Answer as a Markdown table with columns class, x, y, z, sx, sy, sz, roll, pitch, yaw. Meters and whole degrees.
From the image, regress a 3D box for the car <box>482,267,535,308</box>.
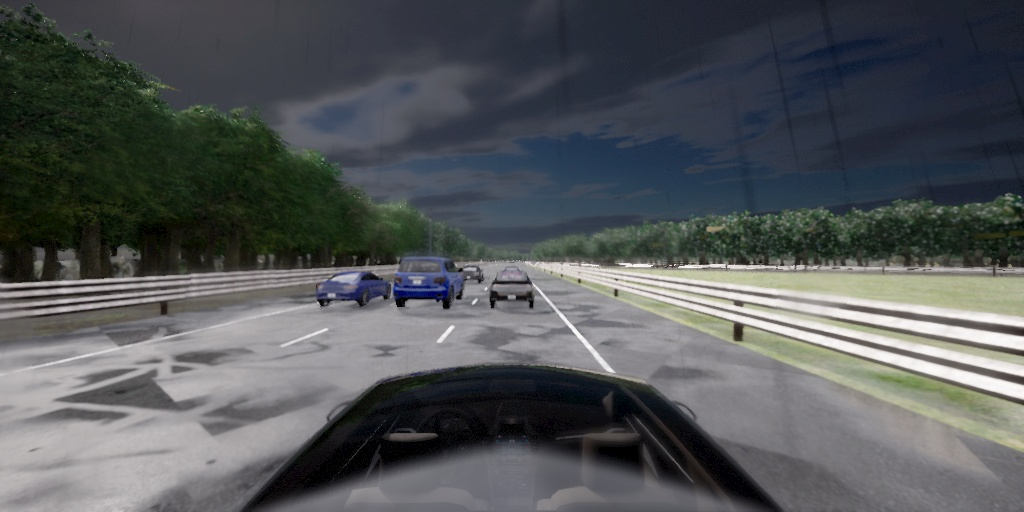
| class | x | y | z | sx | sy | sz | roll | pitch | yaw |
| --- | --- | --- | --- | --- | --- | --- | --- | --- | --- |
| car | 0.001 | 1.384 | 16.147 | 2.128 | 1.511 | 4.902 | 0 | 0 | 0 |

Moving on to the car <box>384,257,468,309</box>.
| class | x | y | z | sx | sy | sz | roll | pitch | yaw |
| --- | --- | --- | --- | --- | --- | --- | --- | --- | --- |
| car | -3.494 | 1.095 | 15.898 | 2.150 | 2.045 | 5.566 | 1 | -1 | 0 |

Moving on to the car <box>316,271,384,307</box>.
| class | x | y | z | sx | sy | sz | roll | pitch | yaw |
| --- | --- | --- | --- | --- | --- | --- | --- | --- | --- |
| car | -6.996 | 1.397 | 16.228 | 1.812 | 1.442 | 4.674 | 0 | -1 | 0 |

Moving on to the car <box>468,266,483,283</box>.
| class | x | y | z | sx | sy | sz | roll | pitch | yaw |
| --- | --- | --- | --- | --- | --- | --- | --- | --- | --- |
| car | -3.503 | 1.571 | 31.229 | 1.812 | 1.442 | 4.674 | 0 | 0 | 0 |
